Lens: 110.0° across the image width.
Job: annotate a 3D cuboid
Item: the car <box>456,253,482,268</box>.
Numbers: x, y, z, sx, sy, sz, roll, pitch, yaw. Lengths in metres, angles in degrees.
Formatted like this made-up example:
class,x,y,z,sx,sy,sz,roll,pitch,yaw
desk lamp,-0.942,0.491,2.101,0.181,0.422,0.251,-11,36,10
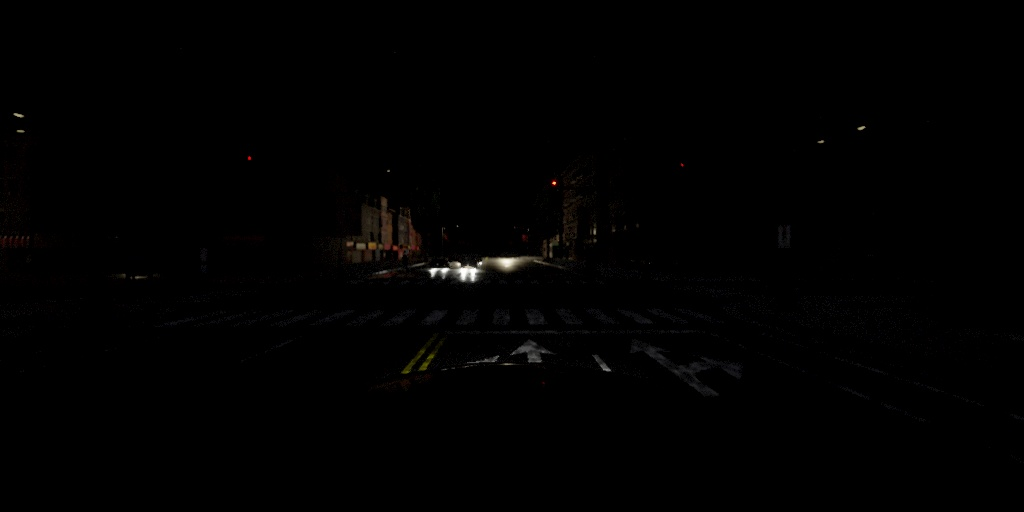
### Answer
class,x,y,z,sx,sy,sz,roll,pitch,yaw
car,-4.927,0.584,41.380,2.128,1.511,4.902,0,1,-3

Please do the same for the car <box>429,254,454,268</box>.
class,x,y,z,sx,sy,sz,roll,pitch,yaw
car,-8.142,0.669,40.724,1.994,1.385,4.181,0,1,-3

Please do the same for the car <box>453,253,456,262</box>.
class,x,y,z,sx,sy,sz,roll,pitch,yaw
car,-9.198,0.305,58.058,1.882,1.535,5.008,0,1,-3

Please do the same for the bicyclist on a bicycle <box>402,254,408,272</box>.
class,x,y,z,sx,sy,sz,roll,pitch,yaw
bicyclist on a bicycle,-9.831,0.682,33.014,0.582,1.620,1.656,0,1,-4
